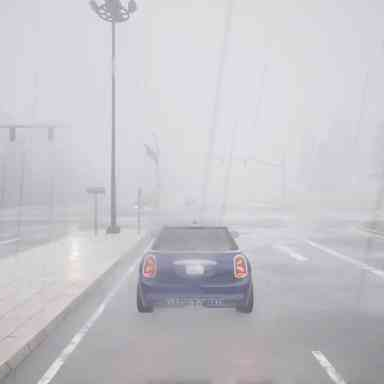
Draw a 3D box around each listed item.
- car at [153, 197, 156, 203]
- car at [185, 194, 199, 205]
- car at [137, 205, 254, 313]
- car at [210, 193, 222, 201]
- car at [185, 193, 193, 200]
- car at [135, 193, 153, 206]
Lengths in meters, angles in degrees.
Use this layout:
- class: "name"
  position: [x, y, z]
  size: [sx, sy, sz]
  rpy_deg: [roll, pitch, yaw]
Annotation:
- class: "car"
  position: [-8.386, 1.547, 65.611]
  size: [2.033, 1.411, 5.357]
  rpy_deg: [0, 0, 0]
- class: "car"
  position: [-0.176, 1.526, 54.640]
  size: [1.812, 1.442, 4.674]
  rpy_deg: [0, 0, -1]
- class: "car"
  position: [0.069, 1.352, 7.821]
  size: [2.097, 1.767, 4.553]
  rpy_deg: [0, 0, 0]
- class: "car"
  position: [6.333, 1.215, 84.933]
  size: [2.150, 2.045, 5.566]
  rpy_deg: [0, 0, -1]
- class: "car"
  position: [-0.839, 1.189, 95.500]
  size: [2.150, 2.045, 5.566]
  rpy_deg: [0, 0, -1]
- class: "car"
  position: [-8.285, 1.352, 55.997]
  size: [2.097, 1.767, 4.553]
  rpy_deg: [0, 0, -1]
